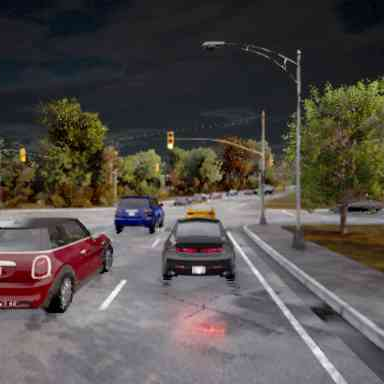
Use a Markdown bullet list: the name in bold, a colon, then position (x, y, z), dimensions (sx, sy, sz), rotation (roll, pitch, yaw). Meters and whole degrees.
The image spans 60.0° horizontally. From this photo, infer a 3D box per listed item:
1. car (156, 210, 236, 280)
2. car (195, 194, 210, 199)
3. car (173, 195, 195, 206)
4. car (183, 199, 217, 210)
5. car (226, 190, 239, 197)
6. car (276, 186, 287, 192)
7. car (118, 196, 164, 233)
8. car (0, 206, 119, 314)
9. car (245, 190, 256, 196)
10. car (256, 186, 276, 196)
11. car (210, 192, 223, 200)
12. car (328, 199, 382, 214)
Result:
- **car**: position (0.194, 1.508, 9.951), dimensions (1.837, 1.490, 4.892), rotation (0, 0, 1)
- **car**: position (1.232, 1.113, 61.478), dimensions (2.097, 1.767, 4.553), rotation (0, 2, 21)
- **car**: position (-1.516, 1.541, 53.119), dimensions (1.994, 1.385, 4.181), rotation (0, 1, 17)
- **car**: position (0.670, 1.492, 22.295), dimensions (1.882, 1.535, 5.008), rotation (0, 0, 3)
- **car**: position (9.792, 0.252, 79.804), dimensions (1.812, 1.442, 4.674), rotation (0, 3, 28)
- **car**: position (23.449, -0.733, 87.772), dimensions (1.882, 1.535, 5.008), rotation (0, 3, 38)
- **car**: position (-2.985, 1.233, 19.782), dimensions (2.150, 2.045, 5.566), rotation (0, 0, 2)
- **car**: position (-3.343, 1.352, 7.758), dimensions (2.097, 1.767, 4.553), rotation (0, 0, 1)
- **car**: position (14.380, 0.087, 80.643), dimensions (1.994, 1.385, 4.181), rotation (0, 3, 33)
- **car**: position (17.703, -0.027, 79.373), dimensions (1.882, 1.535, 5.008), rotation (0, 3, 33)
- **car**: position (5.077, 0.850, 70.754), dimensions (1.812, 1.442, 4.674), rotation (0, 3, 23)
- **car**: position (16.275, 1.458, 33.339), dimensions (4.902, 1.511, 2.128), rotation (-1, 0, 3)
